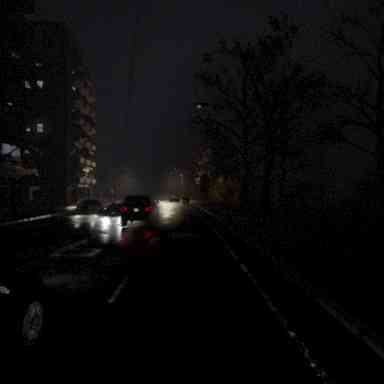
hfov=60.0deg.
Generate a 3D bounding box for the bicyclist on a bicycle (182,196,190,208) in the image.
[{"bbox_3d":[-0.590,1.381,44.213,0.659,1.776,1.843,0,0,-4],"label":"bicyclist on a bicycle"}]

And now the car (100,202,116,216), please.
[{"bbox_3d":[-7.465,1.617,33.206,1.895,1.301,4.718,0,0,-3],"label":"car"}]

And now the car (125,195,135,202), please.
[{"bbox_3d":[-14.014,1.416,75.327,1.882,1.535,5.008,0,0,-6],"label":"car"}]

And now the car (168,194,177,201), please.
[{"bbox_3d":[-4.899,1.392,81.594,1.882,1.535,5.008,0,0,-7],"label":"car"}]

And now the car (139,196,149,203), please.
[{"bbox_3d":[-10.541,1.554,73.491,2.033,1.411,5.357,0,0,-6],"label":"car"}]

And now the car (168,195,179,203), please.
[{"bbox_3d":[-3.757,1.537,71.155,2.128,1.511,4.902,0,0,-6],"label":"car"}]

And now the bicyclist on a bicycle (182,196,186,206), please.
[{"bbox_3d":[-1.296,1.464,53.953,0.582,1.620,1.656,0,0,-5],"label":"bicyclist on a bicycle"}]

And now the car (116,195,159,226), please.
[{"bbox_3d":[-3.603,1.233,23.545,2.150,2.045,5.566,0,0,-2],"label":"car"}]

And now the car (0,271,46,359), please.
[{"bbox_3d":[-3.183,1.495,3.309,2.128,1.511,4.902,0,0,0],"label":"car"}]

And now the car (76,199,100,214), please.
[{"bbox_3d":[-10.838,1.498,35.462,1.882,1.535,5.008,0,0,-3],"label":"car"}]
